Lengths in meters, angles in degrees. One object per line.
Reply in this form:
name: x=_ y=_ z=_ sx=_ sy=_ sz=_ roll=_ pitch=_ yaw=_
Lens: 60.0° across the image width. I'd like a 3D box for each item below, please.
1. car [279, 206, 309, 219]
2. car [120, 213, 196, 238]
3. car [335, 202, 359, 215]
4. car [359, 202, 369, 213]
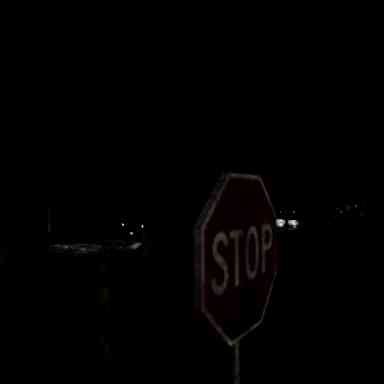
car: x=11.277 y=2.239 z=36.733 sx=1.895 sy=1.301 sz=4.718 roll=-1 pitch=-1 yaw=37
car: x=-1.821 y=1.867 z=18.990 sx=1.895 sy=1.301 sz=4.718 roll=-1 pitch=-1 yaw=36
car: x=20.331 y=2.332 z=44.076 sx=1.812 sy=1.442 sz=4.674 roll=-1 pitch=-1 yaw=36
car: x=26.142 y=2.326 z=51.958 sx=2.097 sy=1.767 sz=4.553 roll=-1 pitch=-1 yaw=38
